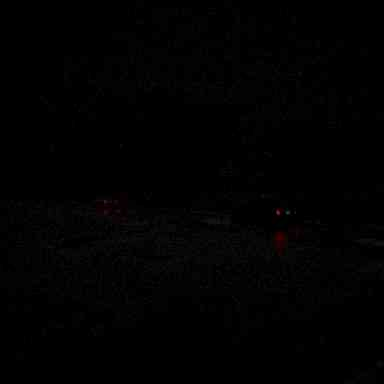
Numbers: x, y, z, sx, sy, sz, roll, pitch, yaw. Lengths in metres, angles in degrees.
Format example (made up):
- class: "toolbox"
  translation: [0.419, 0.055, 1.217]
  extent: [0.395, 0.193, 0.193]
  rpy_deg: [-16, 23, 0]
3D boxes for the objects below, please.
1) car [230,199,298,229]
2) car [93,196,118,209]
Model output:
- class: "car"
  translation: [4.562, 1.284, 21.807]
  extent: [2.097, 1.767, 4.553]
  rpy_deg: [-1, 1, -36]
- class: "car"
  translation: [-11.571, 1.294, 44.317]
  extent: [2.097, 1.767, 4.553]
  rpy_deg: [-1, 1, -36]
